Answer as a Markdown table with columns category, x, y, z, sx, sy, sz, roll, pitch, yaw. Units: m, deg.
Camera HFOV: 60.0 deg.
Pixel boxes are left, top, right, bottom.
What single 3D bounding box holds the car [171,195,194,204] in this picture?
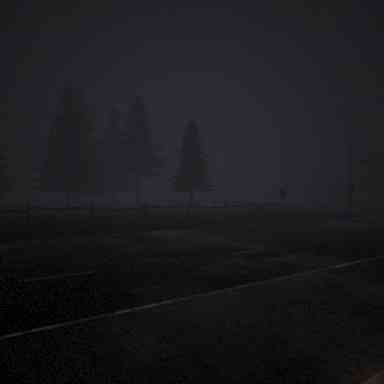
| category | x | y | z | sx | sy | sz | roll | pitch | yaw |
| --- | --- | --- | --- | --- | --- | --- | --- | --- | --- |
| car | -2.650 | 1.637 | 73.689 | 2.150 | 2.045 | 5.566 | 1 | 0 | -35 |

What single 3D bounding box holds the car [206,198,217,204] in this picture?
| category | x | y | z | sx | sy | sz | roll | pitch | yaw |
| --- | --- | --- | --- | --- | --- | --- | --- | --- | --- |
| car | 3.079 | 2.040 | 77.704 | 1.994 | 1.385 | 4.181 | 1 | 0 | -35 |

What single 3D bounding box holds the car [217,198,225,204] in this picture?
| category | x | y | z | sx | sy | sz | roll | pitch | yaw |
| --- | --- | --- | --- | --- | --- | --- | --- | --- | --- |
| car | 5.954 | 2.077 | 79.700 | 1.994 | 1.385 | 4.181 | 1 | 0 | -35 |

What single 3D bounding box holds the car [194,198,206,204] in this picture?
| category | x | y | z | sx | sy | sz | roll | pitch | yaw |
| --- | --- | --- | --- | --- | --- | --- | --- | --- | --- |
| car | 0.205 | 1.990 | 75.708 | 2.033 | 1.411 | 5.357 | 1 | 0 | -35 |
